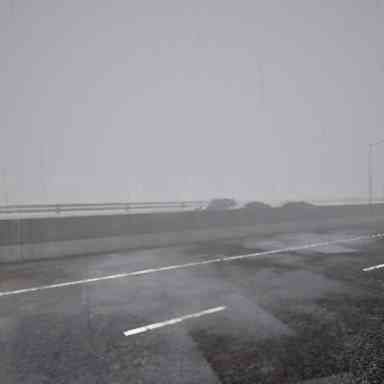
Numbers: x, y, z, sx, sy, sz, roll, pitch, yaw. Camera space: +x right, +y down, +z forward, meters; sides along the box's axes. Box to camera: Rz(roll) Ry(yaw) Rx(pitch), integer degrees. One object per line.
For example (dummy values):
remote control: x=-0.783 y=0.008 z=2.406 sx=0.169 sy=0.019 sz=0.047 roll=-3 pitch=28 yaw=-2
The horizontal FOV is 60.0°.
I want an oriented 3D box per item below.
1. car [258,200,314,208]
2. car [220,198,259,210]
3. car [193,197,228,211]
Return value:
car: x=7.890 y=1.465 z=26.577 sx=4.892 sy=1.490 sz=1.837 roll=-1 pitch=0 yaw=-35
car: x=4.996 y=1.493 z=28.831 sx=4.674 sy=1.442 sz=1.812 roll=0 pitch=0 yaw=-35
car: x=2.285 y=1.325 z=31.208 sx=4.553 sy=1.767 sz=2.097 roll=0 pitch=0 yaw=-35
